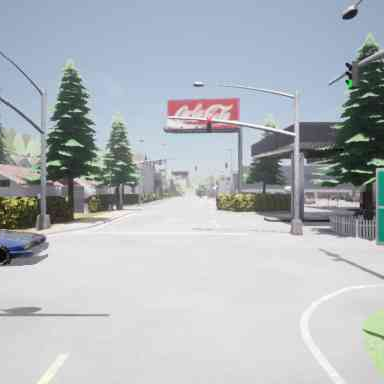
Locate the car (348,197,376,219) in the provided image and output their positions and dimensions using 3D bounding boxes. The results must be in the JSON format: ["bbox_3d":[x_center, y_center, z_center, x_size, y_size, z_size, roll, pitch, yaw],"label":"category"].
[{"bbox_3d":[14.308,1.505,24.982,3.866,1.878,1.905,0,0,0],"label":"car"}]

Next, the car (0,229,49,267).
[{"bbox_3d":[-7.703,1.679,10.898,5.357,1.411,2.033,-3,0,-7],"label":"car"}]

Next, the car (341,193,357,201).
[{"bbox_3d":[34.732,1.489,71.890,2.007,1.523,4.514,0,0,0],"label":"car"}]

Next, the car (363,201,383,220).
[{"bbox_3d":[18.621,1.672,30.662,4.611,1.667,2.242,0,0,0],"label":"car"}]

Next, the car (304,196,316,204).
[{"bbox_3d":[22.347,1.552,64.068,1.970,1.475,3.806,0,0,0],"label":"car"}]
